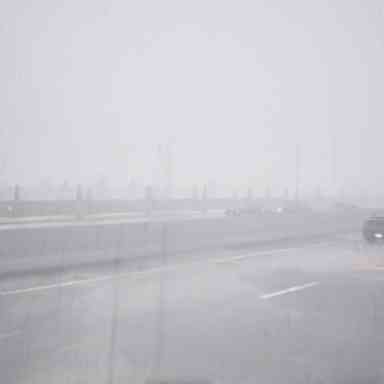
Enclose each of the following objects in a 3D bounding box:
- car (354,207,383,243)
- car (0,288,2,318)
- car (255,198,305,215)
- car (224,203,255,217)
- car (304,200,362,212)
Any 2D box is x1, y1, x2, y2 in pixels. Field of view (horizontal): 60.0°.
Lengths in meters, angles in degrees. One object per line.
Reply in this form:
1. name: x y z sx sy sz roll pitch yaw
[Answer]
1. car: 9.502 1.507 14.819 4.892 1.490 1.837 0 0 -35
2. car: -5.278 1.490 4.281 4.902 1.511 2.128 0 0 -36
3. car: 7.637 1.354 26.628 4.553 1.767 2.097 0 0 -35
4. car: 5.059 1.603 29.090 4.718 1.301 1.895 0 0 -35
5. car: 10.917 1.494 24.668 4.902 1.511 2.128 0 0 -35
